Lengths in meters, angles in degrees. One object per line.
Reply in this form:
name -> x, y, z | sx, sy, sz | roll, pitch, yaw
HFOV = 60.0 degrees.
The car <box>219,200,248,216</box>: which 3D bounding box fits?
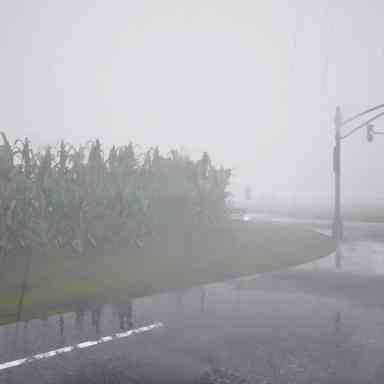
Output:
car -> 3.165, 1.501, 31.949 | 2.033, 1.411, 5.357 | 1, 0, -26
